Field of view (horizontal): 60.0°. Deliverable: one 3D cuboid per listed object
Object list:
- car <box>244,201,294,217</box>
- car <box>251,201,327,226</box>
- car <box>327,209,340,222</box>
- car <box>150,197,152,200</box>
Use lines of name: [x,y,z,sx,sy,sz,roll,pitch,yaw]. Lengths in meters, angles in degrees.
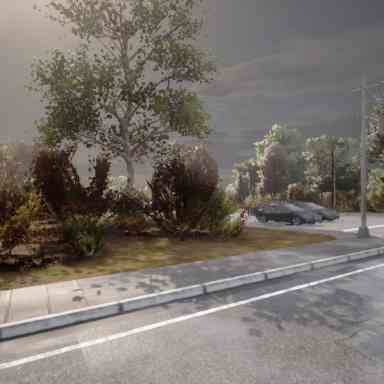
car: [7.853,1.680,34.378,1.837,1.490,4.892,0,-1,-41]
car: [6.870,1.585,24.247,1.837,1.490,4.892,0,0,-39]
car: [9.324,1.590,26.778,1.837,1.490,4.892,0,-1,-39]
car: [-6.108,1.846,52.976,5.566,2.045,2.150,-2,-1,40]
